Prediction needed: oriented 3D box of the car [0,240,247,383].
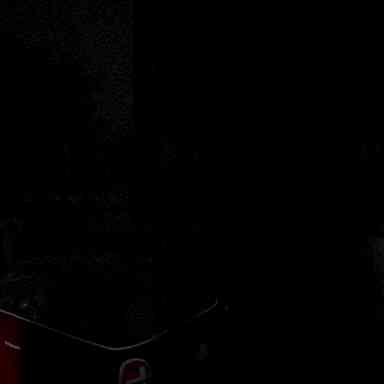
[{"bbox_3d":[-1.519,1.440,4.027,4.097,1.590,1.967,0,0,35],"label":"car"}]
